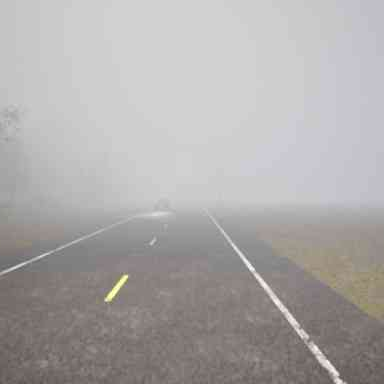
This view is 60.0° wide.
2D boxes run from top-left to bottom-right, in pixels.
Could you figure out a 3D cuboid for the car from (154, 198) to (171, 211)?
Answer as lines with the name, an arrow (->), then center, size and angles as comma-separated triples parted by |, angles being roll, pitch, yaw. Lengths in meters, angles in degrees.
car -> -3.604, 1.482, 41.442 | 2.128, 1.511, 4.902 | 0, 0, 0
